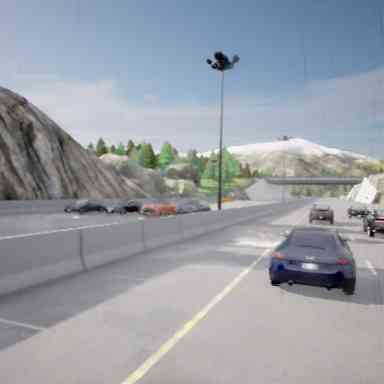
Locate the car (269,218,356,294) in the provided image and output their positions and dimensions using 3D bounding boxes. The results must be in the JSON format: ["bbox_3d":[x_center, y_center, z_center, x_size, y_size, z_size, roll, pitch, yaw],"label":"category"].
[{"bbox_3d":[3.410,1.668,9.352,1.994,1.385,4.181,1,0,22],"label":"car"}]

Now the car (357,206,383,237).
[{"bbox_3d":[11.332,1.805,19.680,2.128,1.511,4.902,1,0,22],"label":"car"}]

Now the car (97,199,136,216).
[{"bbox_3d":[-6.491,1.434,32.176,2.128,1.511,4.902,1,0,22],"label":"car"}]

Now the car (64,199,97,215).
[{"bbox_3d":[-10.249,1.383,32.183,1.812,1.442,4.674,1,0,22],"label":"car"}]

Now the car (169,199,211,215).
[{"bbox_3d":[0.113,1.438,29.833,2.097,1.767,4.553,1,0,22],"label":"car"}]

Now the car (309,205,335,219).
[{"bbox_3d":[10.996,1.819,28.267,2.128,1.511,4.902,1,0,22],"label":"car"}]

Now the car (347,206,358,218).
[{"bbox_3d":[17.561,2.097,35.276,1.895,1.301,4.718,1,0,22],"label":"car"}]

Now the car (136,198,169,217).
[{"bbox_3d":[-2.986,1.372,31.506,2.097,1.767,4.553,1,0,22],"label":"car"}]
